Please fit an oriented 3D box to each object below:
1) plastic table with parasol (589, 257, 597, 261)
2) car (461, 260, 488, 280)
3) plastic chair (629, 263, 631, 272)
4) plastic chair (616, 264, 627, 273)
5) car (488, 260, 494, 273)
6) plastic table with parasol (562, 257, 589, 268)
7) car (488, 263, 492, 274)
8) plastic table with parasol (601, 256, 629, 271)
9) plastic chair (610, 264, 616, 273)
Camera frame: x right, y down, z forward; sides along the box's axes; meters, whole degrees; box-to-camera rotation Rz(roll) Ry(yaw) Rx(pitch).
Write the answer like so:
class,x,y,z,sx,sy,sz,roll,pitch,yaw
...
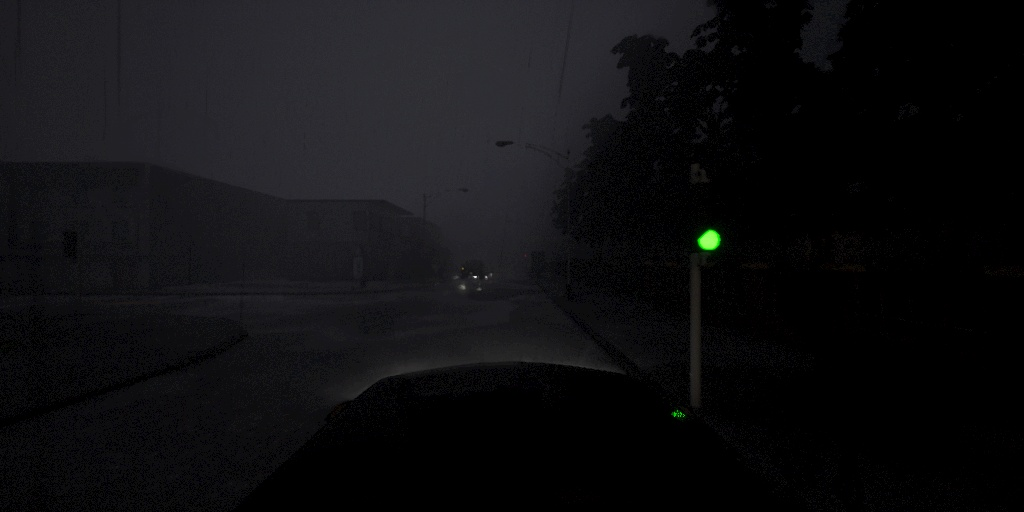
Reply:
class,x,y,z,sx,sy,sz,roll,pitch,yaw
plastic table with parasol,14.659,1.389,61.771,2.482,2.480,2.482,0,0,-42
car,-4.107,1.410,38.612,2.150,2.045,5.566,0,-1,0
plastic chair,18.636,1.820,57.009,0.750,1.272,0.730,0,0,-39
plastic chair,16.016,1.903,52.560,0.750,1.272,0.730,0,0,-40
car,-4.083,1.652,58.980,2.150,2.045,5.566,0,-1,1
plastic table with parasol,9.963,1.334,56.296,2.482,2.480,2.482,0,0,-40
car,-4.103,1.910,48.783,1.895,1.301,4.718,0,-1,0
plastic table with parasol,15.283,1.313,53.558,2.482,2.480,2.482,0,0,-40
plastic chair,14.309,1.913,52.656,0.730,1.272,0.750,0,0,-35
